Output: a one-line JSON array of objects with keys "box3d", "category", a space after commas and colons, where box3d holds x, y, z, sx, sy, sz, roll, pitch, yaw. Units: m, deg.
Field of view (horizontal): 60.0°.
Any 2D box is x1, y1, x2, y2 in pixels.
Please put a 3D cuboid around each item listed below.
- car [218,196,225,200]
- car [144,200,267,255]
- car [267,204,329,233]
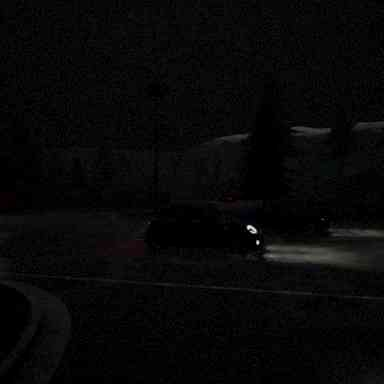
[{"box3d": [6.592, 1.474, 65.584, 2.128, 1.511, 4.902, 1, 0, -18], "category": "car"}, {"box3d": [0.505, 1.348, 13.102, 4.553, 1.767, 2.097, 0, 0, 13], "category": "car"}, {"box3d": [5.219, 1.471, 19.187, 5.008, 1.535, 1.882, 0, 0, 13], "category": "car"}]
